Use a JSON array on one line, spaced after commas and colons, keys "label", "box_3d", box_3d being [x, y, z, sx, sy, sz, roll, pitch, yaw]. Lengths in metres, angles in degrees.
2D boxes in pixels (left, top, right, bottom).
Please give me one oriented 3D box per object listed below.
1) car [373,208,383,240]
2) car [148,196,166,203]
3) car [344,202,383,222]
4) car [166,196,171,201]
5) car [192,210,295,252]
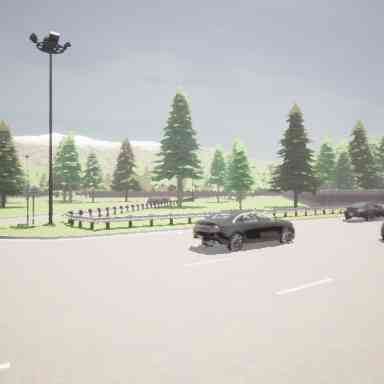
[{"label": "car", "box_3d": [10.690, 1.563, 15.637, 4.181, 1.385, 1.994, 0, 0, -35]}, {"label": "car", "box_3d": [-6.601, 1.492, 59.221, 2.128, 1.511, 4.902, 0, 0, 6]}, {"label": "car", "box_3d": [13.934, 1.526, 26.532, 4.674, 1.442, 1.812, 0, 0, -35]}, {"label": "car", "box_3d": [-5.586, 1.525, 69.768, 1.812, 1.442, 4.674, 0, 0, 5]}, {"label": "car", "box_3d": [2.285, 1.492, 13.957, 4.902, 1.511, 2.128, 0, 0, -35]}]
